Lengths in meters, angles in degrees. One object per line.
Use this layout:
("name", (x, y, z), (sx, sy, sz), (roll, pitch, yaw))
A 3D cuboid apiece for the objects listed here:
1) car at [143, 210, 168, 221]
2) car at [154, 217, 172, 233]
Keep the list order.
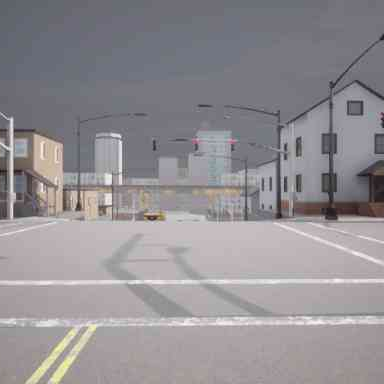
("car", (-3.702, 2.536, 33.562), (1.882, 1.535, 5.008), (0, -9, 1))
("car", (-3.845, 4.513, 44.970), (2.128, 1.511, 4.902), (0, -14, -1))
